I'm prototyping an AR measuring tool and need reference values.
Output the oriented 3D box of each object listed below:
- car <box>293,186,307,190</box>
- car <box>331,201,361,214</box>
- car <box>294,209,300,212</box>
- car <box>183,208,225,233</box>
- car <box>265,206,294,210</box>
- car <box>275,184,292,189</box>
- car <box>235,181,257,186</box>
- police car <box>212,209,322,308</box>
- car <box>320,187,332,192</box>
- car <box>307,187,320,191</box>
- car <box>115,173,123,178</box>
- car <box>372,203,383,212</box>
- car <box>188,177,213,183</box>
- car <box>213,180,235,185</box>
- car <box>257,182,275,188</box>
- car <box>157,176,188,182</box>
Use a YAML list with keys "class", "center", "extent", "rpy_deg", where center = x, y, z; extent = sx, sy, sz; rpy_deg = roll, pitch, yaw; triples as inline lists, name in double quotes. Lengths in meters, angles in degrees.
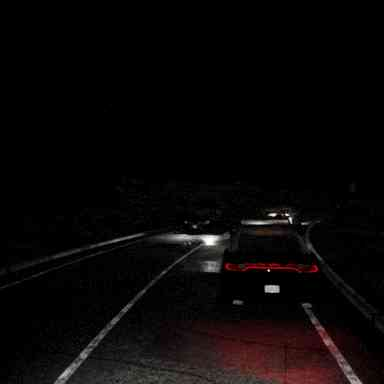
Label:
- class: "car"
  center: [24.112, -0.683, 78.250]
  extent: [4.674, 1.452, 2.002]
  rpy_deg: [3, -6, -36]
- class: "car"
  center: [19.317, 1.881, 41.750]
  extent: [4.553, 1.767, 2.097]
  rpy_deg: [1, -4, -41]
- class: "car"
  center: [6.264, 1.702, 22.654]
  extent: [1.812, 1.442, 4.674]
  rpy_deg: [-2, -2, 25]
- class: "car"
  center: [1.035, 1.791, 21.606]
  extent: [1.812, 1.442, 4.674]
  rpy_deg: [-2, -2, 22]
- class: "car"
  center: [4.183, 1.567, 17.520]
  extent: [1.801, 1.575, 5.366]
  rpy_deg: [-2, -1, 19]
- class: "car"
  center: [19.635, -0.954, 75.033]
  extent: [4.792, 1.488, 2.163]
  rpy_deg: [3, -6, -35]
- class: "car"
  center: [10.311, -1.490, 68.757]
  extent: [5.008, 1.535, 2.097]
  rpy_deg: [3, -5, -32]
- class: "police car"
  center: [1.784, 1.454, 8.192]
  extent: [1.930, 1.638, 5.238]
  rpy_deg: [-1, 0, 10]
- class: "car"
  center: [32.862, -0.282, 85.000]
  extent: [4.553, 1.767, 2.185]
  rpy_deg: [4, -6, -38]
- class: "car"
  center: [28.440, -0.458, 81.508]
  extent: [4.892, 1.521, 2.231]
  rpy_deg: [3, -6, -37]
- class: "car"
  center: [-13.438, -2.643, 54.831]
  extent: [4.553, 1.767, 2.185]
  rpy_deg: [2, -5, -30]
- class: "car"
  center: [28.383, 2.231, 48.636]
  extent: [4.181, 1.385, 1.994]
  rpy_deg: [0, -4, -29]
- class: "car"
  center: [0.852, -1.952, 62.975]
  extent: [4.892, 1.521, 2.231]
  rpy_deg: [2, -5, -30]
- class: "car"
  center: [5.613, -1.688, 65.812]
  extent: [4.674, 1.452, 2.002]
  rpy_deg: [3, -5, -31]
- class: "car"
  center: [14.926, -1.371, 71.794]
  extent: [4.553, 1.767, 2.185]
  rpy_deg: [3, -5, -33]
- class: "car"
  center: [-3.937, -2.150, 60.236]
  extent: [4.892, 1.521, 2.231]
  rpy_deg: [2, -5, -30]
